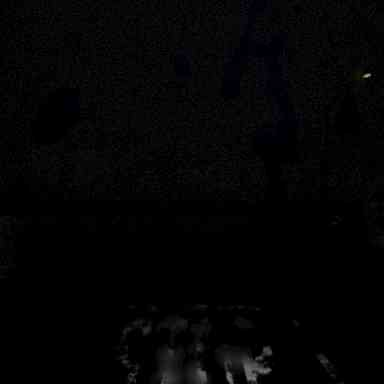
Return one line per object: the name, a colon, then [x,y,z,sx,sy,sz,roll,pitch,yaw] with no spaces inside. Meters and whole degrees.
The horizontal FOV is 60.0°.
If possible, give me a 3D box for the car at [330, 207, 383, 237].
car: [10.300,1.632,18.309,5.008,1.535,1.882,1,1,0]
